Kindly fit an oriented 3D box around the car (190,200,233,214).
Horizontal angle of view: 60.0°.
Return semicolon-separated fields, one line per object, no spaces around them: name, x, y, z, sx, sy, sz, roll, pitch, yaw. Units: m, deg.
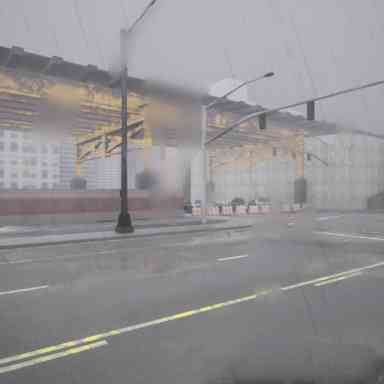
car;1.522;1.452;35.238;4.974;1.542;2.038;0;0;8

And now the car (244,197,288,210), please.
car;9.183;1.452;41.677;4.974;1.542;2.038;0;0;-7

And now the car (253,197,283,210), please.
car;9.131;1.294;41.670;4.536;1.218;1.853;0;0;-7

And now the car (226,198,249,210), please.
car;5.285;1.294;37.970;1.853;1.218;4.536;0;0;18

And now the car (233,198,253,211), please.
car;5.269;1.452;37.920;2.038;1.542;4.974;0;0;18

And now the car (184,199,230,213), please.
car;1.471;1.295;35.245;4.536;1.218;1.853;0;0;8
